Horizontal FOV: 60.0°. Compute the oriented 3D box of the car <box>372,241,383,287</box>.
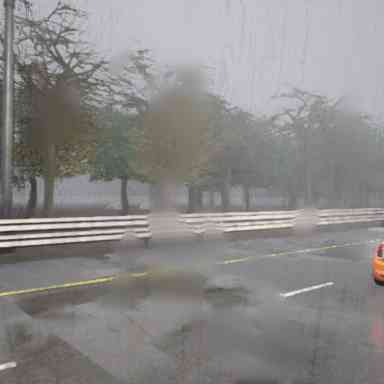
[{"bbox_3d":[6.617,1.493,8.459,4.553,1.767,2.097,1,-1,-35],"label":"car"}]
